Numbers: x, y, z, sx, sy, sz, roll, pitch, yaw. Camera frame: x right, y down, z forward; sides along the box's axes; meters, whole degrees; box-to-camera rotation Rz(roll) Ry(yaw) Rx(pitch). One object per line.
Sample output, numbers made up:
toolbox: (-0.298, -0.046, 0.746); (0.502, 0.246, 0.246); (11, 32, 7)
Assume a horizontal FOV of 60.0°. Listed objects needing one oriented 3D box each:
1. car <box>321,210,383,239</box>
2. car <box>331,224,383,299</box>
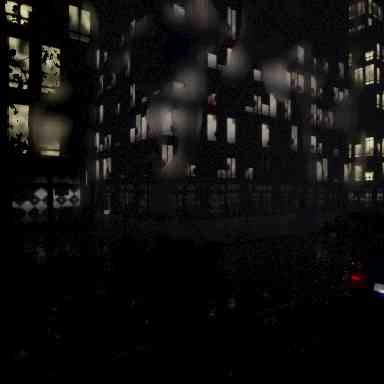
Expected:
car: (8.140, 1.563, 16.226); (4.313, 1.339, 1.947); (0, 0, -36)
car: (5.215, 1.525, 7.154); (4.674, 1.442, 1.812); (0, 0, -36)
